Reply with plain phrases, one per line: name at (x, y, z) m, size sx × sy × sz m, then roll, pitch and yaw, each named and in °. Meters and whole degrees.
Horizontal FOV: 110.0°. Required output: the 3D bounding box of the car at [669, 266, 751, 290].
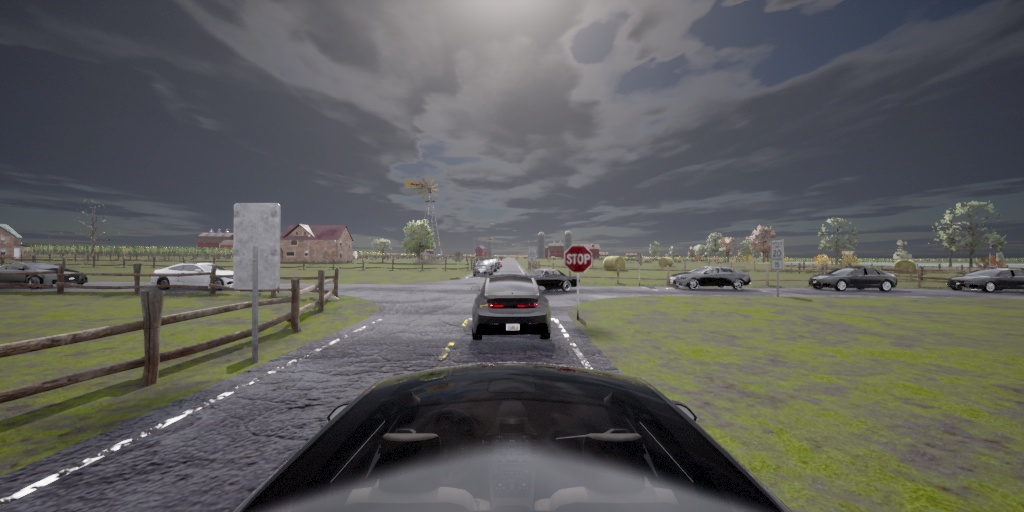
car at (12.788, 1.396, 23.273) m, size 4.902 × 1.511 × 2.128 m, roll 1°, pitch -1°, yaw -2°

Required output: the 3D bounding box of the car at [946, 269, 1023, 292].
car at (31.692, 1.586, 23.574) m, size 4.892 × 1.490 × 1.837 m, roll 1°, pitch -1°, yaw -1°

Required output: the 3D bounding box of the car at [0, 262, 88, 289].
car at (-26.372, 1.048, 19.813) m, size 4.181 × 1.385 × 1.994 m, roll 1°, pitch -1°, yaw -1°

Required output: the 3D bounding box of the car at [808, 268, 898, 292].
car at (22.189, 1.498, 23.449) m, size 4.892 × 1.490 × 1.837 m, roll 1°, pitch -1°, yaw -1°

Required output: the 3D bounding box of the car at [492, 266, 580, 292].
car at (1.491, 1.369, 20.039) m, size 4.718 × 1.301 × 1.895 m, roll 1°, pitch 0°, yaw -35°

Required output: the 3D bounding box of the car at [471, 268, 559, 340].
car at (-0.078, 1.256, 9.992) m, size 1.837 × 1.490 × 4.892 m, roll 0°, pitch 0°, yaw -2°

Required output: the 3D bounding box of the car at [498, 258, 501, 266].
car at (-2.874, 1.240, 46.123) m, size 2.128 × 1.511 × 4.902 m, roll 0°, pitch 0°, yaw 0°

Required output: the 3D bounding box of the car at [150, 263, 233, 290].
car at (-17.252, 1.103, 19.939) m, size 4.674 × 1.442 × 1.812 m, roll 1°, pitch -1°, yaw -1°

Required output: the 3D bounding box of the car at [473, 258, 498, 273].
car at (-2.877, 1.242, 36.677) m, size 2.128 × 1.511 × 4.902 m, roll 0°, pitch 0°, yaw 0°
